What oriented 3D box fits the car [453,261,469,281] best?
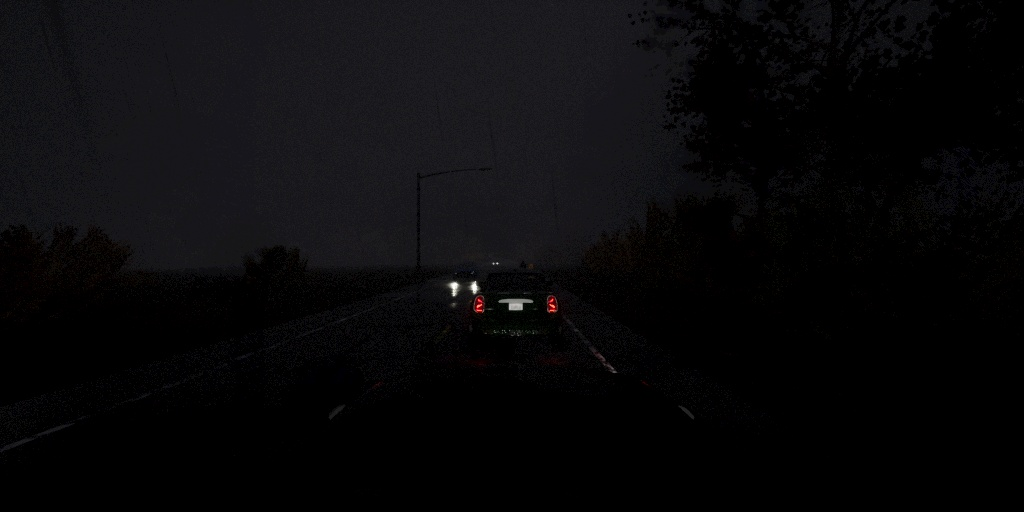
[{"bbox_3d":[-3.744,1.218,29.995,1.882,1.535,5.008,0,0,0],"label":"car"}]

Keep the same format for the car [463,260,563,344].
[{"bbox_3d":[0.073,1.099,9.775,2.097,1.767,4.553,0,0,0],"label":"car"}]

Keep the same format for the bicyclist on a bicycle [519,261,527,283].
[{"bbox_3d":[0.843,1.193,27.235,0.582,1.620,1.656,0,0,0],"label":"bicyclist on a bicycle"}]

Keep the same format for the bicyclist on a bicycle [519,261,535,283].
[{"bbox_3d":[0.905,1.181,17.119,0.866,1.612,1.509,0,0,0],"label":"bicyclist on a bicycle"}]
